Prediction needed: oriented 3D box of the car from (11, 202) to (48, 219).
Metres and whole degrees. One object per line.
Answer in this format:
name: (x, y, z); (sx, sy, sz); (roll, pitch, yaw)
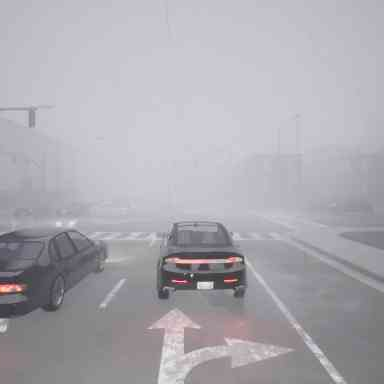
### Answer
car: (-14.096, 1.601, 29.790); (1.895, 1.301, 4.718); (0, 0, 0)

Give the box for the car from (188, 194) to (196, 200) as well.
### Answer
car: (0.014, 1.355, 92.893); (2.097, 1.767, 4.553); (0, 0, 0)

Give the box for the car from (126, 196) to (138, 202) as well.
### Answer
car: (-13.988, 1.552, 77.959); (1.994, 1.385, 4.181); (0, 0, 0)

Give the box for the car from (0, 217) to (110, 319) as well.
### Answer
car: (-3.430, 1.547, 7.684); (2.033, 1.411, 5.357); (0, 0, 0)

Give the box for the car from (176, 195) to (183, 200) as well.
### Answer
car: (-3.486, 1.524, 92.909); (1.812, 1.442, 4.674); (0, 0, 0)

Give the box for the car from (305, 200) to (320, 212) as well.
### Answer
car: (15.718, 1.492, 38.745); (4.902, 1.511, 2.128); (0, 0, 0)

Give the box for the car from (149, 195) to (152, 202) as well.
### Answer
car: (-10.488, 1.477, 77.017); (1.882, 1.535, 5.008); (0, 0, 0)

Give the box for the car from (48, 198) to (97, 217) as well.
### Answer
car: (-10.596, 1.491, 29.937); (2.128, 1.511, 4.902); (0, 0, 0)

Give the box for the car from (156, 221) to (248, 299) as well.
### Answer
car: (0.116, 1.492, 8.488); (2.128, 1.511, 4.902); (0, 0, -3)

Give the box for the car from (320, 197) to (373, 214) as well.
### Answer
car: (16.546, 1.352, 35.245); (4.553, 1.767, 2.097); (0, 0, 0)

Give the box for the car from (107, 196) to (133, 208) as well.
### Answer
car: (-10.587, 1.352, 49.070); (2.097, 1.767, 4.553); (0, 0, 0)

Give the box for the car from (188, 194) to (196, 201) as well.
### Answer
car: (0.013, 1.500, 82.502); (1.837, 1.490, 4.892); (0, 0, 0)

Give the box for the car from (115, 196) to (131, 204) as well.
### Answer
car: (-13.992, 1.548, 67.712); (2.033, 1.411, 5.357); (0, 0, 0)

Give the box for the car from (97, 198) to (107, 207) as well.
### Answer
car: (-14.087, 1.547, 50.350); (2.033, 1.411, 5.357); (0, 0, 0)

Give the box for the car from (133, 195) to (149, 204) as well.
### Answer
car: (-10.512, 1.492, 66.284); (2.128, 1.511, 4.902); (0, 0, 0)
